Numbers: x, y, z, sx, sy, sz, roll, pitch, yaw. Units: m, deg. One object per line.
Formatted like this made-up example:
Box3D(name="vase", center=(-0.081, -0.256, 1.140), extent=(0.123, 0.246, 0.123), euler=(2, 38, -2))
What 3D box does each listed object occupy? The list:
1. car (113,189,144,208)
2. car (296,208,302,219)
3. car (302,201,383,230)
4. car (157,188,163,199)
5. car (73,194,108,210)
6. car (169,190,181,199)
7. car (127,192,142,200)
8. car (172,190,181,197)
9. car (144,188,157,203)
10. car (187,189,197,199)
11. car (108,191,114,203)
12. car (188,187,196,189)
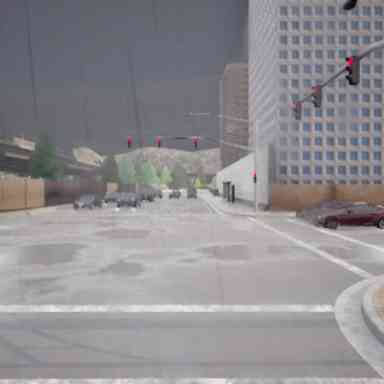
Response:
Box3D(name="car", center=(-7.090, 0.811, 37.730), extent=(2.097, 1.767, 4.553), euler=(0, 1, 0))
Box3D(name="car", center=(9.151, 1.301, 22.131), extent=(4.181, 1.385, 1.994), euler=(0, 1, 0))
Box3D(name="car", center=(8.912, 1.314, 18.548), extent=(4.674, 1.442, 1.812), euler=(0, 1, -2))
Box3D(name="car", center=(-7.007, 0.286, 65.428), extent=(2.150, 2.045, 5.566), euler=(0, 1, 0))
Box3D(name="car", center=(-10.604, 1.001, 34.184), extent=(2.128, 1.511, 4.902), euler=(0, 1, 1))
Box3D(name="car", center=(-3.503, 0.667, 65.224), extent=(1.895, 1.301, 4.718), euler=(0, 1, 0))
Box3D(name="car", center=(-10.547, 0.723, 61.308), extent=(1.895, 1.301, 4.718), euler=(0, 1, 1))
Box3D(name="car", center=(-3.504, 0.226, 75.412), extent=(1.882, 1.535, 5.008), euler=(0, 1, 0))
Box3D(name="car", center=(-7.066, 0.502, 50.403), extent=(2.150, 2.045, 5.566), euler=(0, 0, 1))
Box3D(name="car", center=(-0.003, 0.667, 65.223), extent=(1.895, 1.301, 4.718), euler=(0, 1, 0))
Box3D(name="car", center=(-10.589, 0.696, 45.870), extent=(2.097, 1.767, 4.553), euler=(0, 1, 0))
Box3D(name="car", center=(-0.004, -0.027, 75.437), extent=(2.150, 2.045, 5.566), euler=(0, 1, 0))
